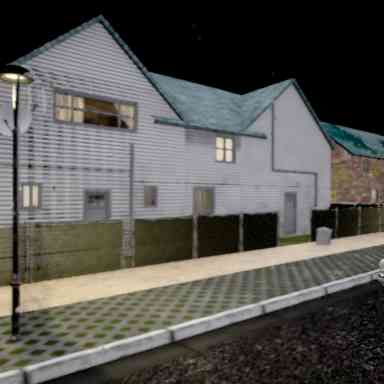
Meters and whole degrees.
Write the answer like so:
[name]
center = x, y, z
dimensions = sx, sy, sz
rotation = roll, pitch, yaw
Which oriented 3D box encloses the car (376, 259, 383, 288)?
[car]
center = 6.129, 1.607, 7.444
dimensions = 4.718, 1.301, 1.895
rotation = 0, 0, -35
